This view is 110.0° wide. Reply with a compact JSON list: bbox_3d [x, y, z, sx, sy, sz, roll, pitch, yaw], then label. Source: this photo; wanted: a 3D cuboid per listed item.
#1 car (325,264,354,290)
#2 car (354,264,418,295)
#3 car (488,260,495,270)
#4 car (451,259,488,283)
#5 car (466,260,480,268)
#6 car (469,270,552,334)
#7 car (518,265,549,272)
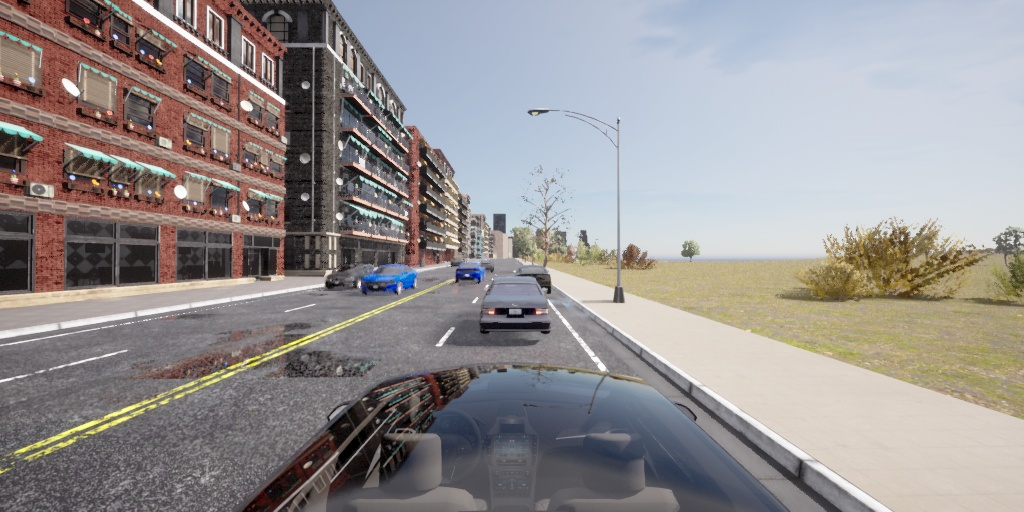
[{"bbox_3d":[-9.879,1.257,22.601,1.837,1.490,4.892,0,0,0],"label":"car"},{"bbox_3d":[-6.624,1.230,19.892,1.882,1.535,5.008,0,0,0],"label":"car"},{"bbox_3d":[-3.204,1.242,45.045,2.128,1.511,4.902,0,0,0],"label":"car"},{"bbox_3d":[-3.185,1.230,27.934,1.882,1.535,5.008,0,0,0],"label":"car"},{"bbox_3d":[-6.647,1.350,62.097,1.895,1.301,4.718,0,0,0],"label":"car"},{"bbox_3d":[0.091,1.299,10.607,2.033,1.411,5.357,0,0,0],"label":"car"},{"bbox_3d":[1.112,1.230,20.371,1.882,1.535,5.008,0,0,0],"label":"car"}]
